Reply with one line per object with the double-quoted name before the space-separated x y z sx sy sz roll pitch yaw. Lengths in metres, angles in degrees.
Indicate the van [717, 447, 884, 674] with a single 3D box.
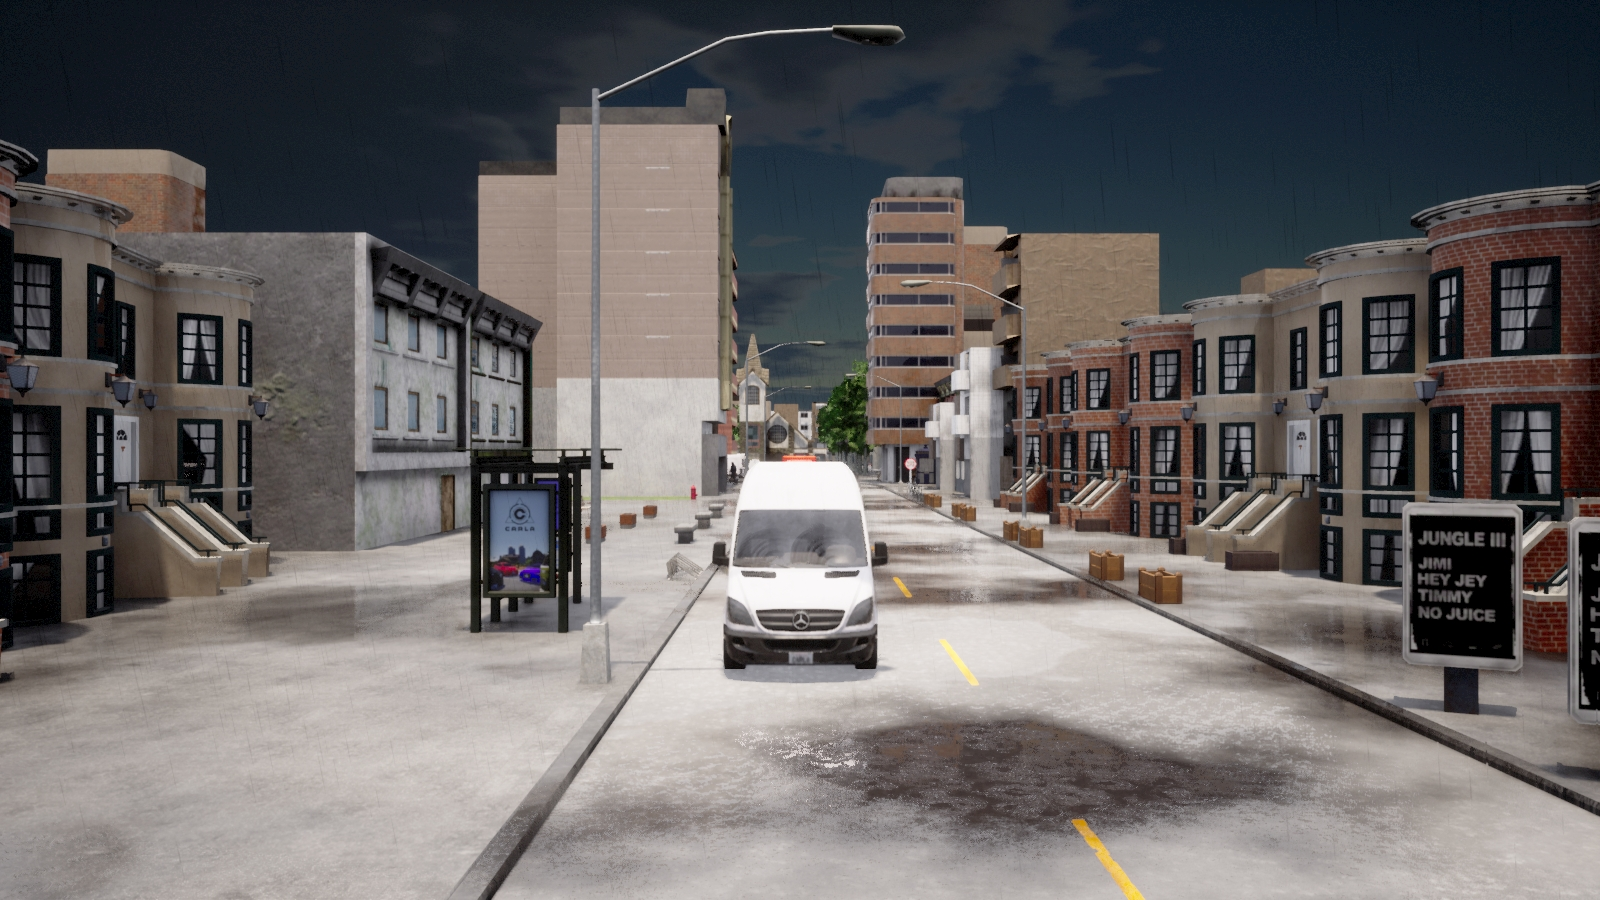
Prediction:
"van" 0.008 1.313 16.608 1.988 2.561 5.915 0 2 0
